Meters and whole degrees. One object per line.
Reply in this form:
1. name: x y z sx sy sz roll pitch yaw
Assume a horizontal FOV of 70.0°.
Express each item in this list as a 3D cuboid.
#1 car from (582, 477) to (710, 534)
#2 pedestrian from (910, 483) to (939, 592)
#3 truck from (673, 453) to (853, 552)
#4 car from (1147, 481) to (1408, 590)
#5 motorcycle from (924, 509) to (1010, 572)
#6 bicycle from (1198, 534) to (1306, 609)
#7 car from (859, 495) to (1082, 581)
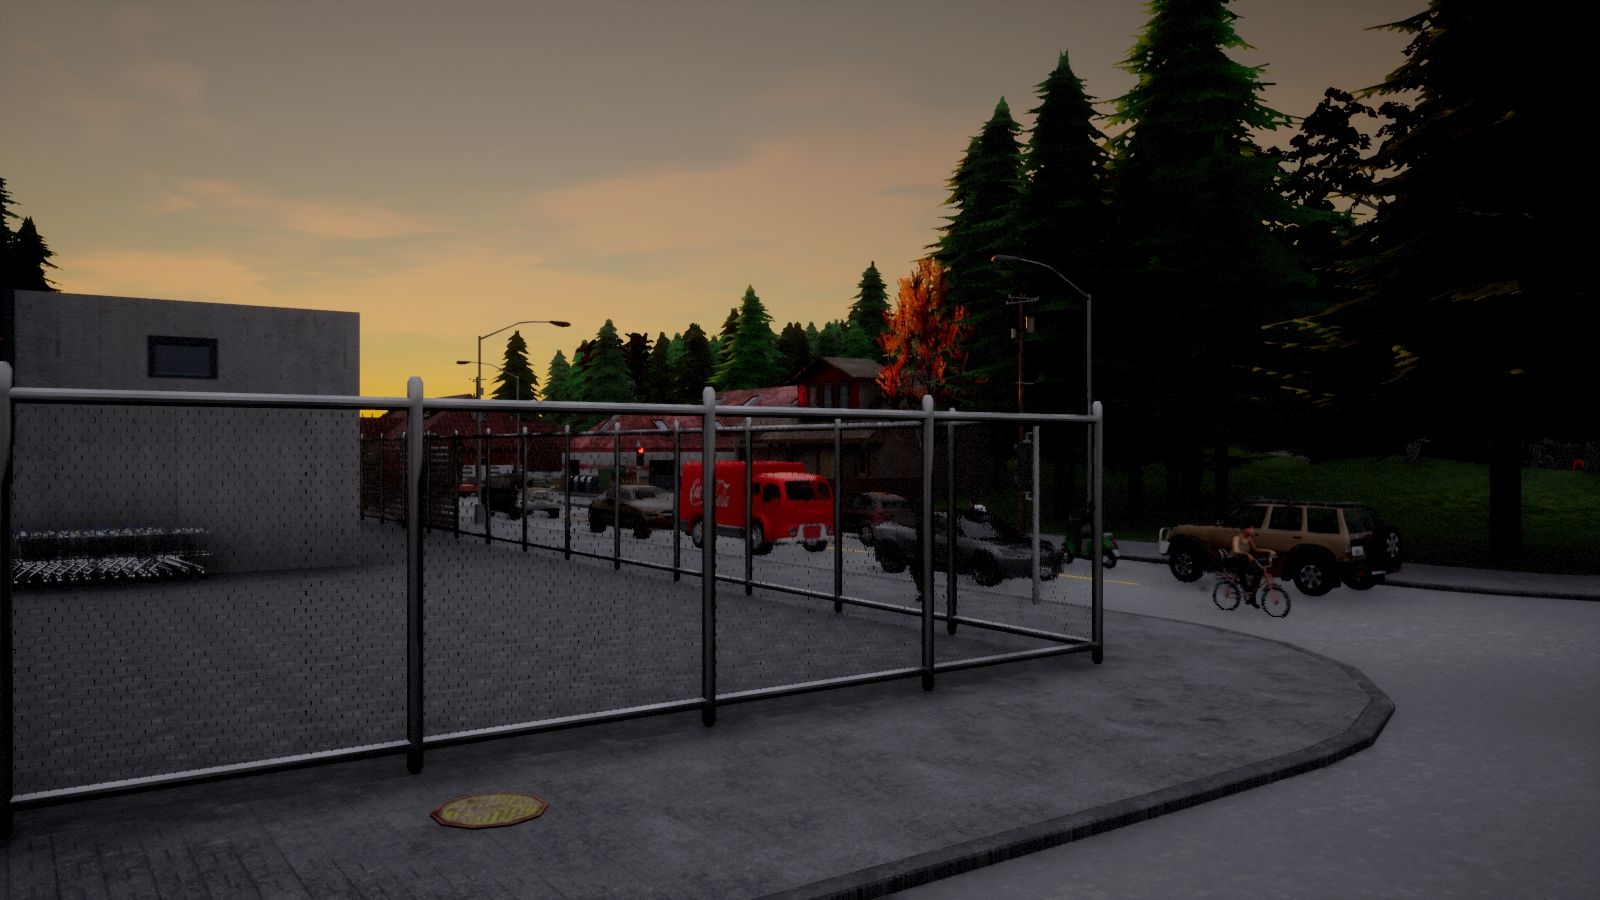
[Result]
1. car: -5.178 1.769 37.809 2.152 1.651 5.027 0 0 -35
2. pedestrian: 2.170 1.515 19.911 0.375 1.860 0.375 0 0 32
3. truck: -1.154 1.340 32.020 2.627 2.467 5.204 0 0 -35
4. car: 9.641 1.640 23.438 1.932 1.855 4.605 0 0 -35
5. motorcycle: 3.660 1.959 25.125 0.856 1.236 1.805 0 0 -35
6. bicycle: 7.654 2.034 19.401 0.859 1.080 1.487 -1 1 -33
7. car: 3.629 1.840 25.165 2.163 1.488 4.792 0 0 -35
